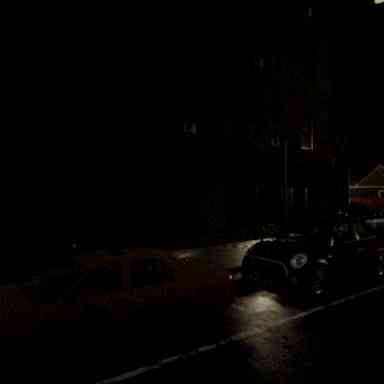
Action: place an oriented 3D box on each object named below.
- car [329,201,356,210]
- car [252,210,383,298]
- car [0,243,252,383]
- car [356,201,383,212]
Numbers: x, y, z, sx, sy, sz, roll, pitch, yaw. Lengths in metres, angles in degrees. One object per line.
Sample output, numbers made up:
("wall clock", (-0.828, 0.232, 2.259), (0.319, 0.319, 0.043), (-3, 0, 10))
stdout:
("car", (11.229, 1.583, 29.057), (1.837, 1.490, 4.892), (0, 0, -33))
("car", (3.150, 1.435, 8.464), (4.097, 1.590, 1.967), (0, 0, -36))
("car", (-1.469, 1.524, 5.142), (4.829, 1.417, 1.752), (0, 0, -36))
("car", (14.536, 1.571, 30.002), (1.837, 1.490, 4.892), (0, 1, -36))
